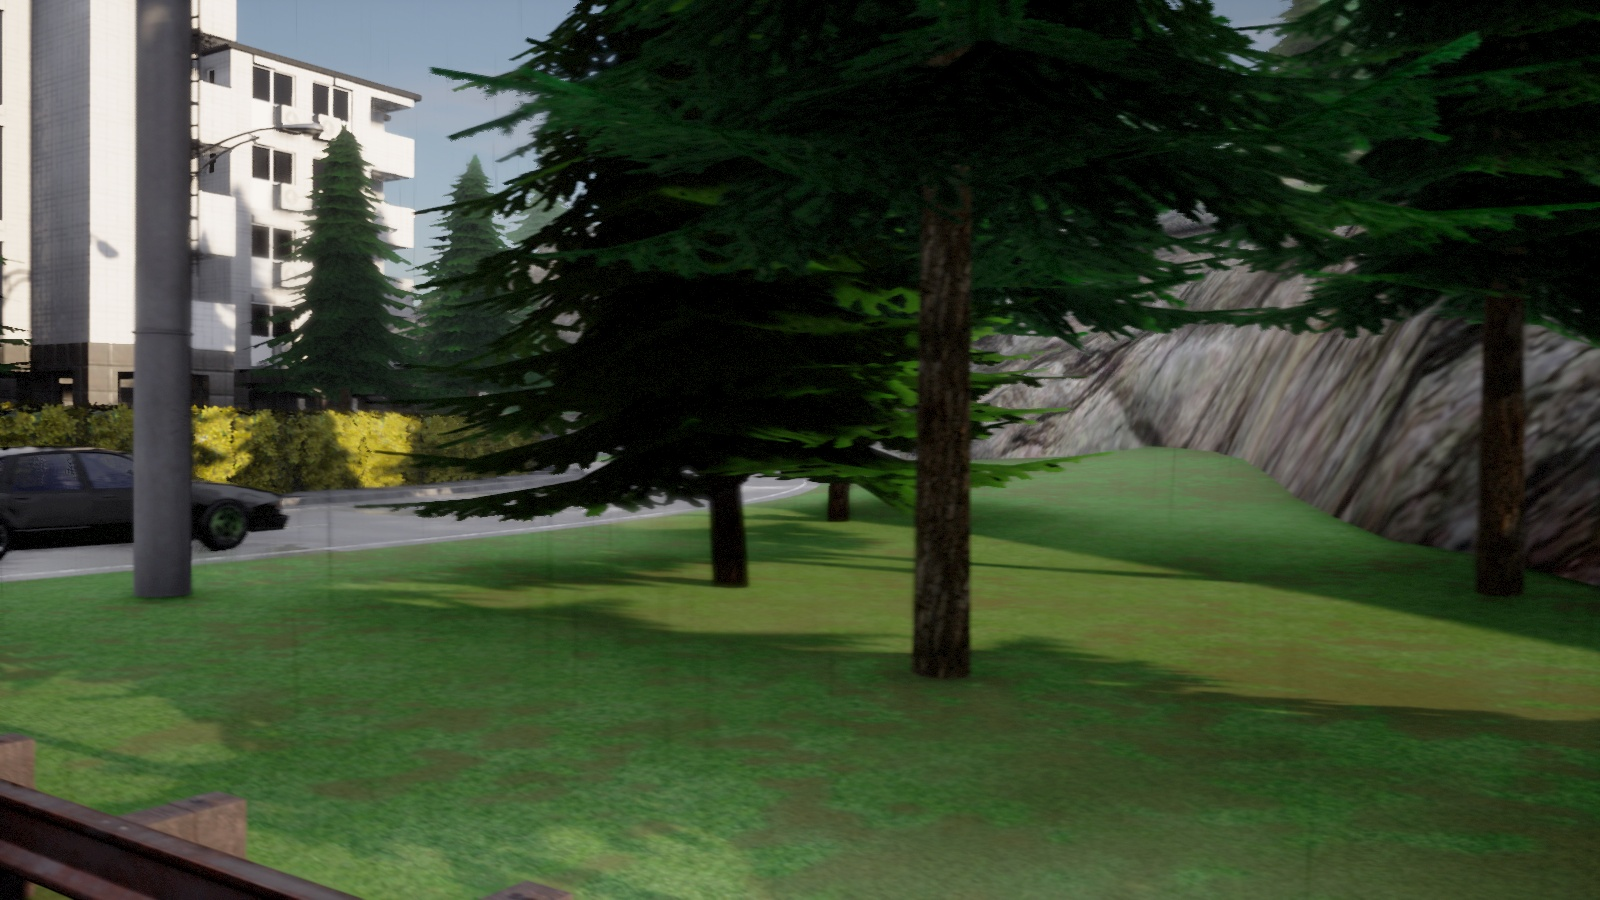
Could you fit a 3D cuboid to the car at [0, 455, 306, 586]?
[{"bbox_3d":[-9.265,0.822,15.940,2.033,1.411,5.357,0,1,34],"label":"car"}]
